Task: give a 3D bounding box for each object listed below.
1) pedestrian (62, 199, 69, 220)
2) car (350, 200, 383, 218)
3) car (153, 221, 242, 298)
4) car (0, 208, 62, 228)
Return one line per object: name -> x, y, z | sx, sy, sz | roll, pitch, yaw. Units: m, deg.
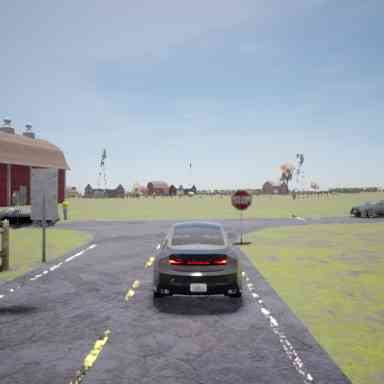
pedestrian -> -11.139, 1.490, 29.265 | 0.375, 1.860, 0.375 | 0, 0, 4
car -> 14.818, 1.308, 26.310 | 4.181, 1.385, 1.994 | -1, 0, -3
car -> 0.118, 1.506, 8.520 | 1.837, 1.490, 4.892 | 0, 0, 0
car -> -11.647, 1.758, 23.194 | 4.718, 1.301, 1.895 | -1, -1, 9
